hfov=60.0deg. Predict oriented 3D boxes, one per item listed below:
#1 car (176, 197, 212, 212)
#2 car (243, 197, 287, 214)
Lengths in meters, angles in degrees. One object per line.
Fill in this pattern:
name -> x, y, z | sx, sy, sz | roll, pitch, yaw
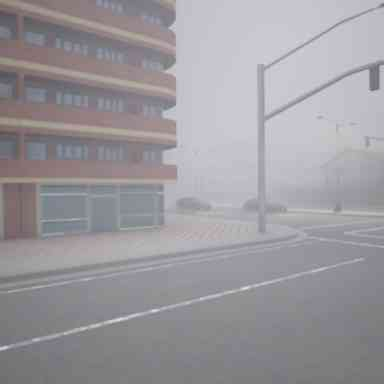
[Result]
car -> 0.100, 1.267, 35.117 | 1.837, 1.490, 4.892 | -1, 1, -35
car -> 6.825, 1.249, 31.542 | 1.812, 1.442, 4.674 | -1, 1, -35
